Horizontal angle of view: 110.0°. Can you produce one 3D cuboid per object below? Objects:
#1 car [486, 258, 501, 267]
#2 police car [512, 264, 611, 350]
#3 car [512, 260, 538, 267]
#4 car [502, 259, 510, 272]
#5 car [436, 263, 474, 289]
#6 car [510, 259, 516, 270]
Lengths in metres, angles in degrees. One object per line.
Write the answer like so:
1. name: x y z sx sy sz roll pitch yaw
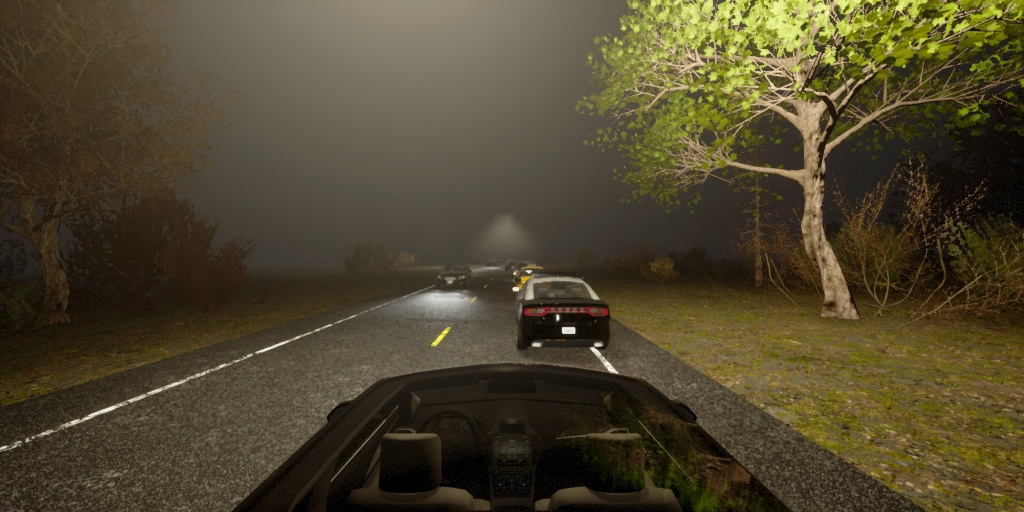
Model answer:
1. car: -3.563 1.252 64.109 2.128 1.511 4.902 0 0 0
2. police car: 1.050 1.177 9.230 1.930 1.638 5.238 0 0 0
3. car: 1.049 1.209 19.312 1.801 1.575 5.366 0 0 0
4. car: 0.026 1.283 47.379 1.812 1.442 4.674 0 0 1
5. car: -3.600 1.246 23.258 2.128 1.511 4.902 0 0 0
6. car: 1.049 1.106 25.092 2.097 1.767 4.553 0 0 0
